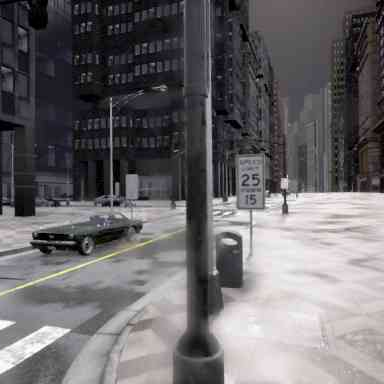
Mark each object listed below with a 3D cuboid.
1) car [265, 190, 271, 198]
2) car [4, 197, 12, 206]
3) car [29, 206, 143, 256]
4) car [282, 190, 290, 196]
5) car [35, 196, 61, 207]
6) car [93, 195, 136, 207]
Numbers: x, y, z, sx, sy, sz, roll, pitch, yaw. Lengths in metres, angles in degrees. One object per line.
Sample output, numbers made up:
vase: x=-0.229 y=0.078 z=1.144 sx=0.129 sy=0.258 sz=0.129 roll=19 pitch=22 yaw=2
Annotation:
car: x=14.684 y=0.429 z=66.601 sx=2.128 sy=1.511 sz=4.902 roll=-1 pitch=1 yaw=19
car: x=-27.384 y=1.339 z=46.802 sx=4.181 sy=1.385 sz=1.994 roll=-1 pitch=0 yaw=20
car: x=-3.772 y=1.456 z=12.735 sx=1.895 sy=1.301 sz=4.718 roll=-1 pitch=1 yaw=19
car: x=23.918 y=0.252 z=84.317 sx=1.895 sy=1.301 sz=4.718 roll=-1 pitch=0 yaw=19
car: x=-18.015 y=1.231 z=40.215 sx=4.181 sy=1.385 sz=1.994 roll=-1 pitch=0 yaw=19
car: x=-8.584 y=1.065 z=36.965 sx=4.902 sy=1.511 sz=2.128 roll=-1 pitch=0 yaw=19
